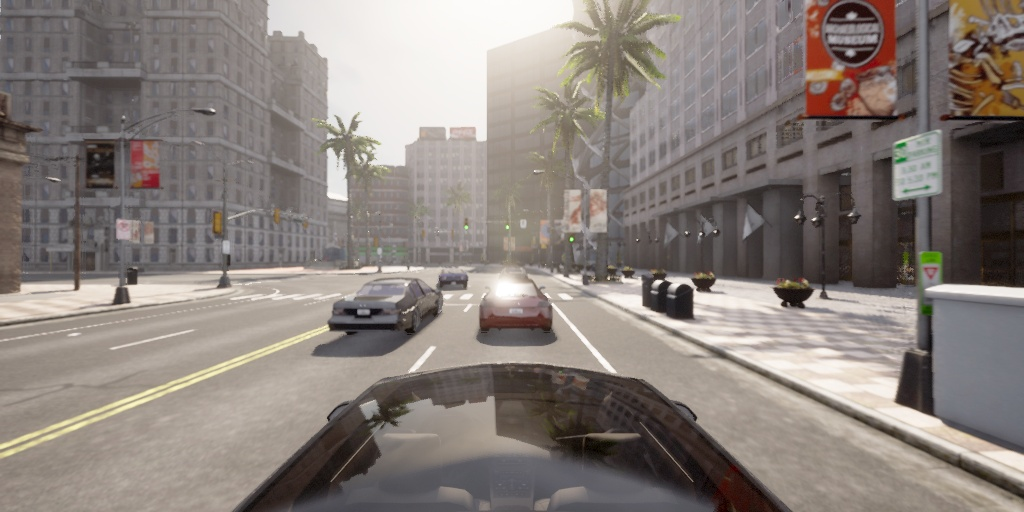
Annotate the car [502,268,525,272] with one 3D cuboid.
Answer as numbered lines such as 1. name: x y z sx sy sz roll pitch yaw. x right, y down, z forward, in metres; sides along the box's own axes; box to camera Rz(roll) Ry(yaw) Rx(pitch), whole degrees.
1. car: 0.098 1.480 25.489 1.895 1.301 4.718 0 0 0

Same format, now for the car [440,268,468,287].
1. car: -4.309 1.479 25.392 1.895 1.301 4.718 0 0 -13

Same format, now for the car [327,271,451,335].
1. car: -3.400 1.346 10.719 2.033 1.411 5.357 0 0 0

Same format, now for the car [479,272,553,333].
1. car: 0.098 1.363 10.989 1.994 1.385 4.181 0 0 0
